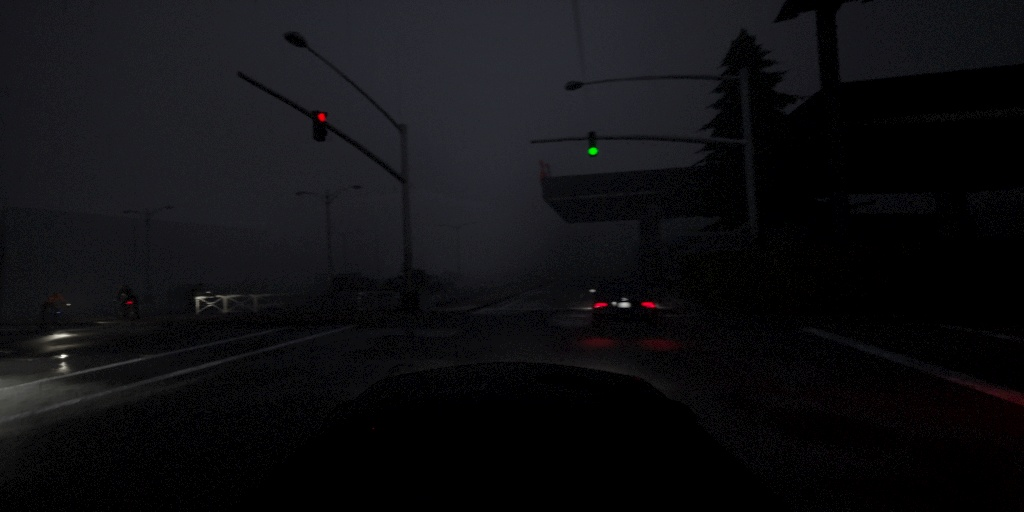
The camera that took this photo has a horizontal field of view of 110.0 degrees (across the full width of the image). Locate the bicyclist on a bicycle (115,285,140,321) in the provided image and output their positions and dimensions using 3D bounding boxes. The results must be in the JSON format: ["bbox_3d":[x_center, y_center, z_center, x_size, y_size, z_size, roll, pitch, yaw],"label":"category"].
[{"bbox_3d":[-17.404,2.117,16.179,1.656,1.620,0.582,-4,-2,21],"label":"bicyclist on a bicycle"}]

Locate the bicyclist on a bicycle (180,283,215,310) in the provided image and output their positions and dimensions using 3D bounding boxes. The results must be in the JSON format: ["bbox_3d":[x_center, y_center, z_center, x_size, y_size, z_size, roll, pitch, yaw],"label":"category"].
[{"bbox_3d":[-19.242,2.473,21.951,1.656,1.620,0.582,-1,-2,-26],"label":"bicyclist on a bicycle"}]

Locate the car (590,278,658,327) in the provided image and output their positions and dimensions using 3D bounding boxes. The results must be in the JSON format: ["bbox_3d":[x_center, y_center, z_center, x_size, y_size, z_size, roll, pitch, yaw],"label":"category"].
[{"bbox_3d":[3.608,1.432,11.932,2.033,1.411,5.357,-2,-2,14],"label":"car"}]

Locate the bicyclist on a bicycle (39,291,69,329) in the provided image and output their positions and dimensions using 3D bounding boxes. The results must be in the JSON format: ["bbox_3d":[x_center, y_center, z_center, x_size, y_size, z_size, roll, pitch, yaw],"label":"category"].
[{"bbox_3d":[-20.482,2.409,16.076,1.656,1.620,0.582,-3,-2,11],"label":"bicyclist on a bicycle"}]
